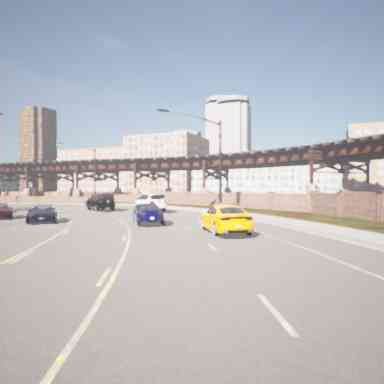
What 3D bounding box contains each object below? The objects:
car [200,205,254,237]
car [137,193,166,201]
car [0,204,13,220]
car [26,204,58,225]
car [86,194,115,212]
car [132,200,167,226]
[{"bbox_3d":[1.740,1.439,18.040,1.882,1.535,5.008,0,0,-10],"label":"car"},{"bbox_3d":[-4.641,1.181,36.540,2.150,2.045,5.566,-1,0,-28],"label":"car"},{"bbox_3d":[-16.623,1.706,28.829,1.994,1.385,4.181,-1,0,-28],"label":"car"},{"bbox_3d":[-11.076,1.633,24.786,1.994,1.385,4.181,-1,0,-21],"label":"car"},{"bbox_3d":[-11.199,1.252,40.584,2.150,2.045,5.566,-1,0,-34],"label":"car"},{"bbox_3d":[-3.142,1.514,23.457,1.812,1.442,4.674,0,0,-15],"label":"car"}]
